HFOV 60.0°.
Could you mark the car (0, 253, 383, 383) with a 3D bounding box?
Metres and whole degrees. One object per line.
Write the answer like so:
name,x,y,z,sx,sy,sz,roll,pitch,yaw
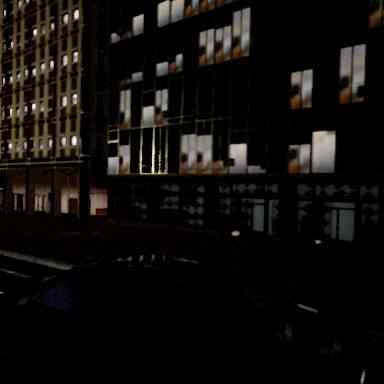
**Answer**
car,-0.661,1.528,4.160,5.357,1.411,2.033,0,0,35
